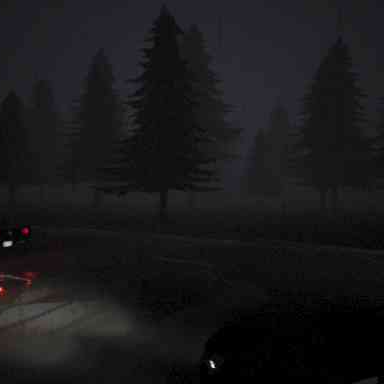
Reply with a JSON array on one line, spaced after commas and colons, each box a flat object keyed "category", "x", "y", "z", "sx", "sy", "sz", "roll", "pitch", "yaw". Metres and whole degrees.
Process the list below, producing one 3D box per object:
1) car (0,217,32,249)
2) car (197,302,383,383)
[{"category": "car", "x": -7.854, "y": 1.283, "z": 11.009, "sx": 4.718, "sy": 1.301, "sz": 1.895, "roll": 1, "pitch": 1, "yaw": 17}, {"category": "car", "x": 2.279, "y": 1.490, "z": 2.108, "sx": 4.902, "sy": 1.511, "sz": 2.128, "roll": 2, "pitch": 1, "yaw": 36}]
